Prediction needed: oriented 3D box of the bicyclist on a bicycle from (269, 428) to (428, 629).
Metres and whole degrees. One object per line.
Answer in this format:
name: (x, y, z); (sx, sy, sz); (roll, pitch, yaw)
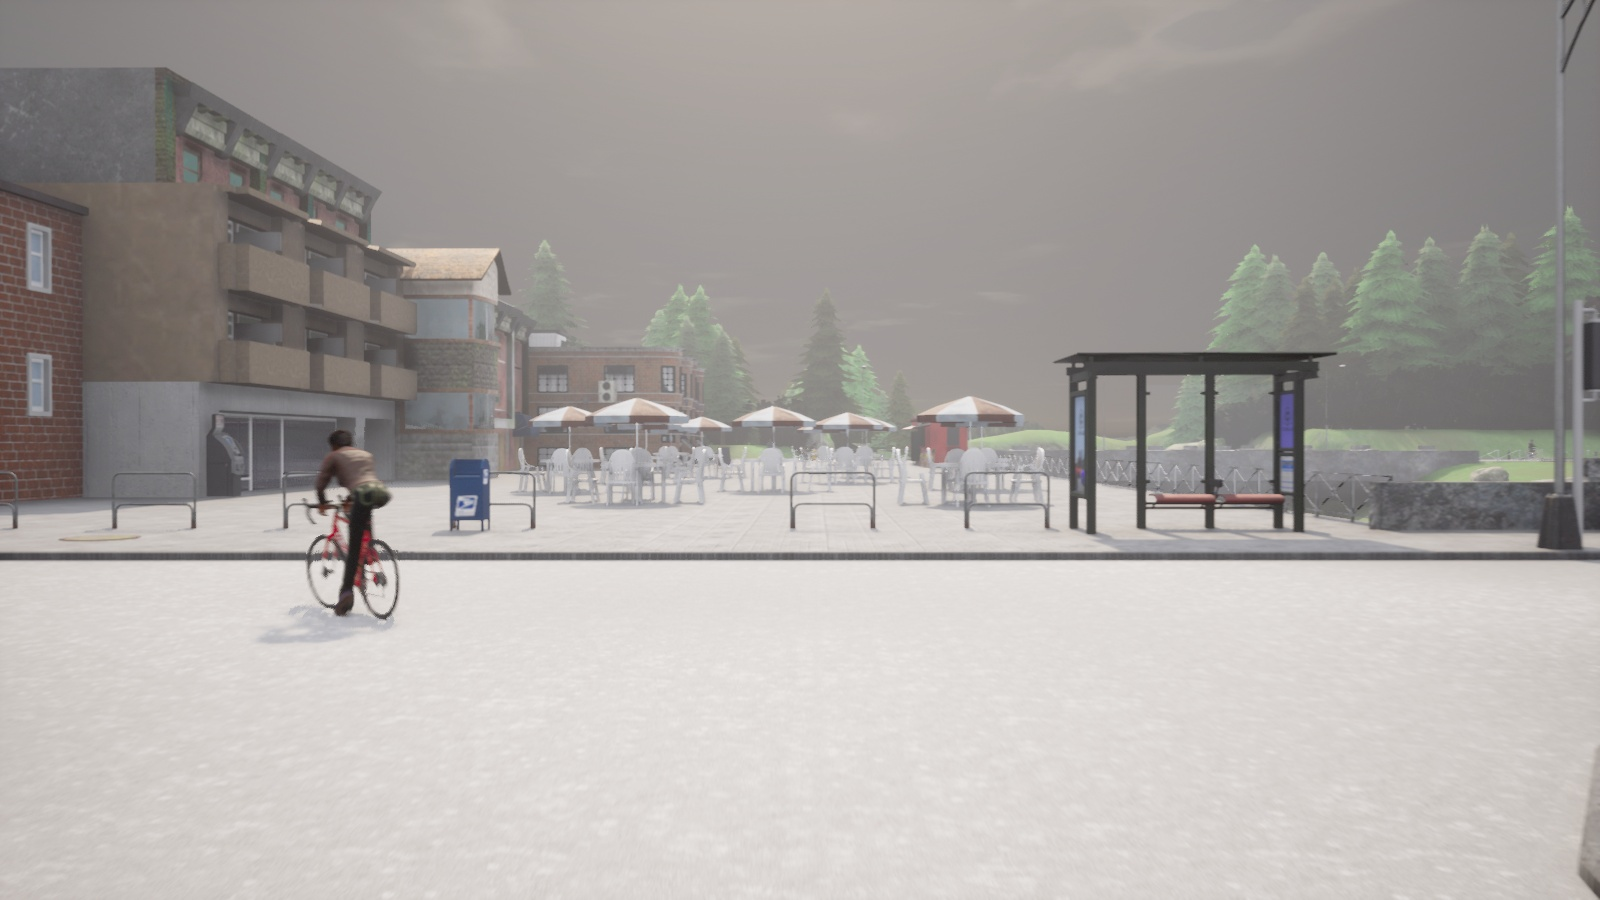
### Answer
bicyclist on a bicycle: (-3.964, 0.636, 10.968); (1.656, 1.620, 0.582); (0, 1, 43)
